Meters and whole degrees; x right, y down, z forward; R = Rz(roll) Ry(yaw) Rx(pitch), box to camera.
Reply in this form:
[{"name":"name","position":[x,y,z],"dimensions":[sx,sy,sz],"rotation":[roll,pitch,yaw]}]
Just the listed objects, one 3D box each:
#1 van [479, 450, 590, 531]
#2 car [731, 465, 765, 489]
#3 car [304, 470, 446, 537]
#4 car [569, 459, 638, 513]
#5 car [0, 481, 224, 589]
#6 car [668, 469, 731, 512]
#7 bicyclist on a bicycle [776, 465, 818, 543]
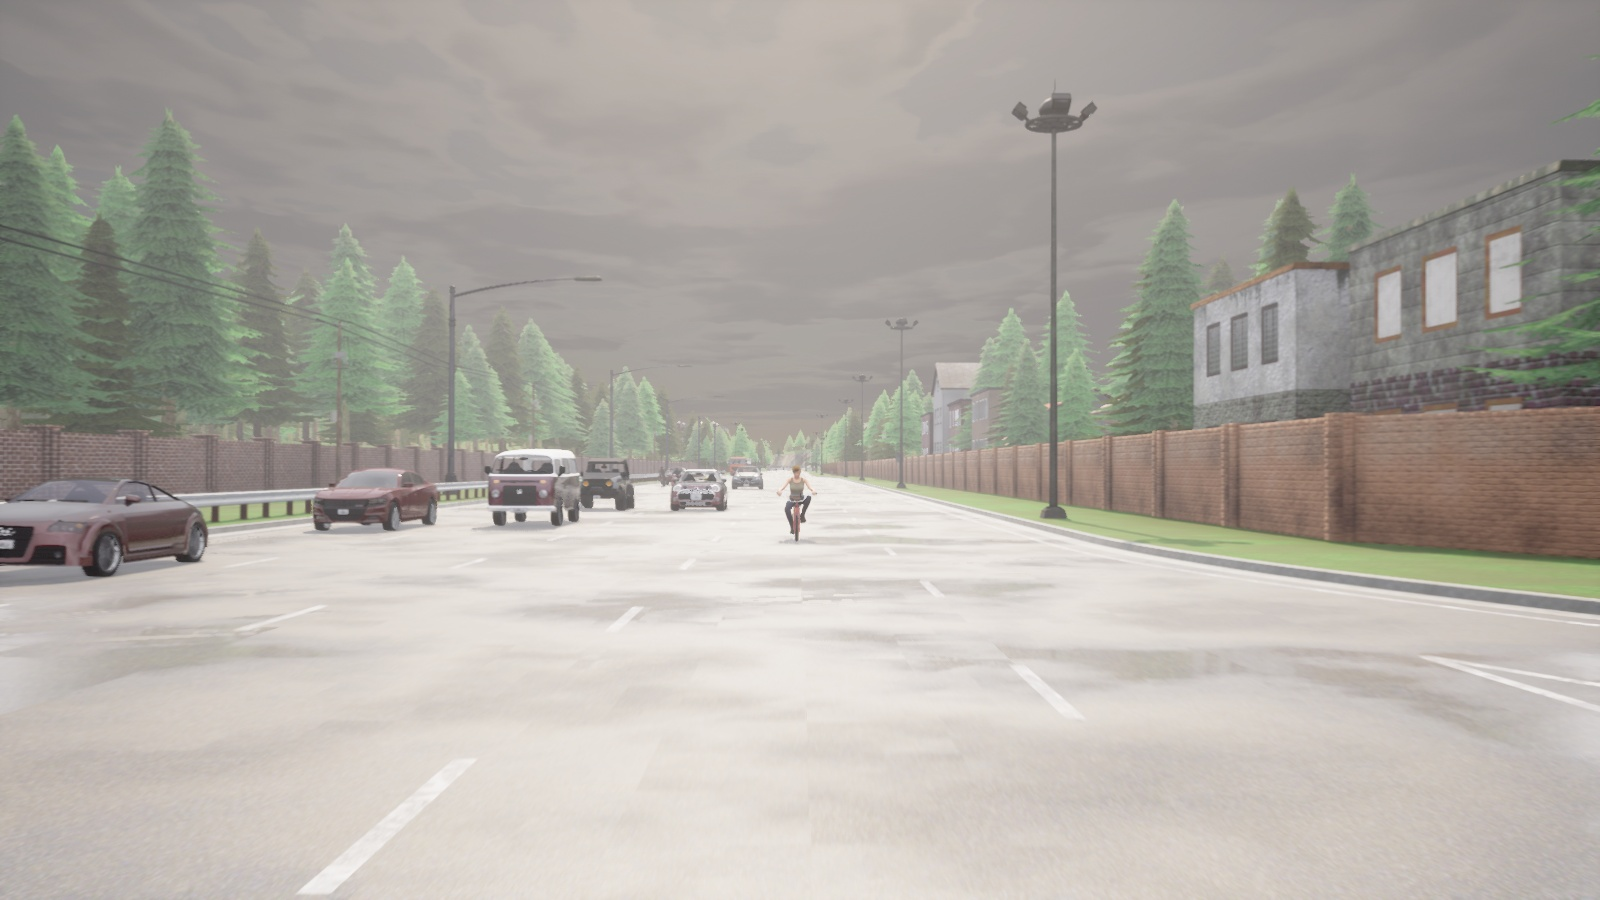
[{"name":"van","position":[-7.082,1.042,33.976],"dimensions":[2.069,2.038,4.480],"rotation":[0,-1,0]},{"name":"car","position":[-3.715,1.943,90.077],"dimensions":[2.242,1.667,4.611],"rotation":[0,-1,0]},{"name":"car","position":[-10.576,1.278,31.679],"dimensions":[1.882,1.535,5.008],"rotation":[0,-1,0]},{"name":"car","position":[-7.110,1.283,45.842],"dimensions":[1.905,1.878,3.866],"rotation":[0,-1,0]},{"name":"car","position":[-10.545,1.181,18.718],"dimensions":[1.994,1.385,4.181],"rotation":[0,-1,0]},{"name":"car","position":[-3.609,1.436,45.644],"dimensions":[1.970,1.475,3.806],"rotation":[0,-1,0]},{"name":"bicyclist on a bicycle","position":[-0.060,1.126,26.804],"dimensions":[0.866,1.612,1.509],"rotation":[0,-1,0]}]
